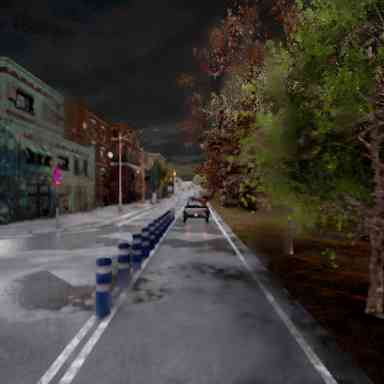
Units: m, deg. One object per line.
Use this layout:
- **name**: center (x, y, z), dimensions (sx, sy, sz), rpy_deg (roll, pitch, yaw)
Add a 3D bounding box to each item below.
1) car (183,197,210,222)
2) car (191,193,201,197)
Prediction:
- **car**: center (0.319, 1.382, 25.631), dimensions (2.128, 1.511, 4.902), rpy_deg (0, 0, 1)
- **car**: center (0.920, 0.999, 58.372), dimensions (2.097, 1.767, 4.553), rpy_deg (0, 1, 1)
